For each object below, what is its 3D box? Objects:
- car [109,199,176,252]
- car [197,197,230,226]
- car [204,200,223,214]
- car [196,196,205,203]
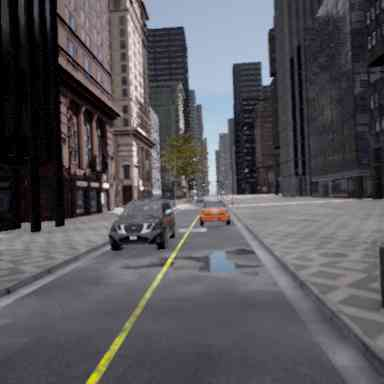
[{"bbox_3d":[-2.034,1.368,15.225,2.150,2.045,5.566,-2,0,4],"label":"car"},{"bbox_3d":[1.659,1.392,24.474,2.097,1.767,4.553,-2,0,3],"label":"car"},{"bbox_3d":[2.520,1.642,38.280,1.994,1.385,4.181,-2,0,4],"label":"car"},{"bbox_3d":[2.061,1.859,78.533,1.837,1.490,4.892,-2,0,4],"label":"car"}]
